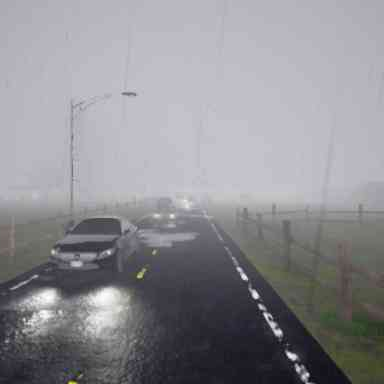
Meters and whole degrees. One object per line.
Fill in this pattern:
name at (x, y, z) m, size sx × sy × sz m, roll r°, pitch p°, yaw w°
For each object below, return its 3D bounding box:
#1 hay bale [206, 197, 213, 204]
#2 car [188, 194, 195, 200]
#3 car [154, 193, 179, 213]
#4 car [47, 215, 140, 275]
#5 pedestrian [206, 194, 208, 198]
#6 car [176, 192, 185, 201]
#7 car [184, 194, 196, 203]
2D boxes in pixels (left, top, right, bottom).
hay bale at (3.099, 1.579, 59.086) m, size 1.220 × 1.180 × 1.240 m, roll 1°, pitch 1°, yaw 0°
car at (-0.056, 1.249, 87.123) m, size 1.882 × 1.535 × 5.008 m, roll 0°, pitch 0°, yaw 0°
car at (-2.865, 1.294, 35.662) m, size 2.097 × 1.767 × 4.553 m, roll 0°, pitch 0°, yaw 0°
car at (-2.806, 1.505, 10.467) m, size 1.812 × 1.442 × 4.674 m, roll 0°, pitch 0°, yaw 0°
pedestrian at (2.786, 1.222, 60.200) m, size 0.375 × 1.860 × 0.375 m, roll -1°, pitch 1°, yaw 4°
car at (-2.800, 0.994, 76.484) m, size 2.150 × 2.045 × 5.566 m, roll 0°, pitch 0°, yaw 0°
car at (-0.044, 1.472, 67.416) m, size 2.033 × 1.411 × 5.357 m, roll 0°, pitch 0°, yaw 0°
